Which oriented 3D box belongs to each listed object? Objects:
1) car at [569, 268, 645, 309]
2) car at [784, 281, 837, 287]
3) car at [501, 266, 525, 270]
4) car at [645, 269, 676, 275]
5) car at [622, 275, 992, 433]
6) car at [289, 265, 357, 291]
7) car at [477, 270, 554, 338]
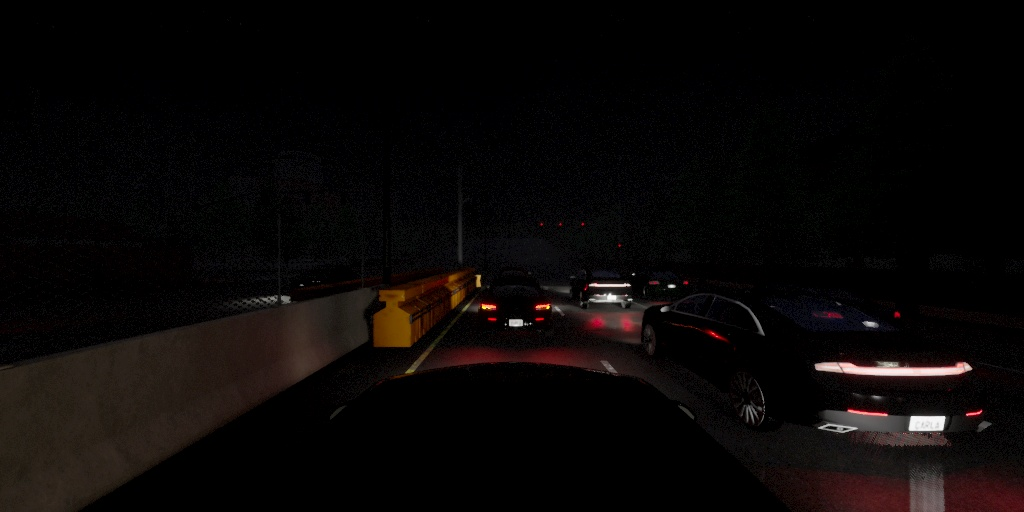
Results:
[{"bbox_3d":[3.560,1.242,14.972,2.128,1.511,4.902,0,0,2],"label":"car"},{"bbox_3d":[7.089,1.314,9.133,1.994,1.385,4.181,0,0,-1],"label":"car"},{"bbox_3d":[0.061,1.276,19.102,1.812,1.442,4.674,0,0,0],"label":"car"},{"bbox_3d":[7.065,1.314,17.879,1.994,1.385,4.181,0,0,0],"label":"car"},{"bbox_3d":[3.596,1.242,5.543,2.128,1.511,4.902,0,0,0],"label":"car"},{"bbox_3d":[-10.566,1.257,20.451,1.837,1.490,4.892,0,-1,0],"label":"car"},{"bbox_3d":[0.078,1.276,10.037,1.812,1.442,4.674,0,0,0],"label":"car"}]
